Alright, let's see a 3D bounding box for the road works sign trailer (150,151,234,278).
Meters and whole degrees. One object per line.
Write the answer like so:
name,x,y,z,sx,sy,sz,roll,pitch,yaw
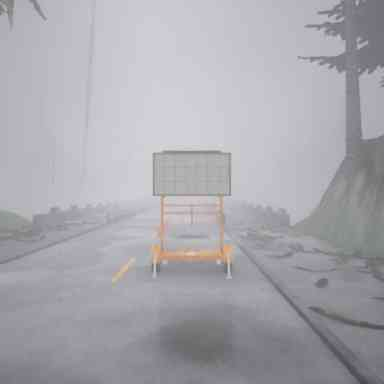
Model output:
road works sign trailer,-0.004,0.528,10.300,2.380,3.560,2.880,0,0,0
